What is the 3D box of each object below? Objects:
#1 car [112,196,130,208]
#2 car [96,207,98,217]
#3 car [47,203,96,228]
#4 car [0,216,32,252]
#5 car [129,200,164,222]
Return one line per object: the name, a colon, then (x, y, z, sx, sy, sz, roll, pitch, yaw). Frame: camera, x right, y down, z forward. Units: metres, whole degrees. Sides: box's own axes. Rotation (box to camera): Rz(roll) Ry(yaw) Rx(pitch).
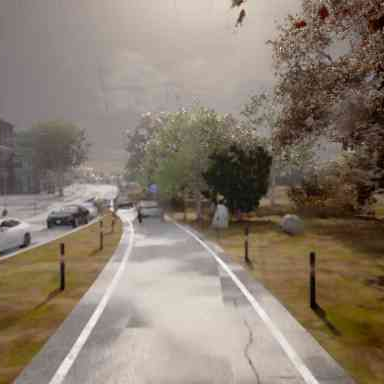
car: (-8.736, 1.158, 41.492, 1.994, 1.385, 4.181, -1, 2, -22)
car: (-9.569, 1.693, 29.868, 2.002, 1.452, 4.674, 1, 0, -9)
car: (-8.704, 1.649, 23.785, 2.097, 1.535, 5.008, -1, 0, -4)
car: (-8.076, 1.733, 13.269, 2.002, 1.452, 4.674, 0, 0, -1)
car: (-3.282, 1.388, 25.062, 2.128, 1.511, 4.902, -1, 0, -14)
